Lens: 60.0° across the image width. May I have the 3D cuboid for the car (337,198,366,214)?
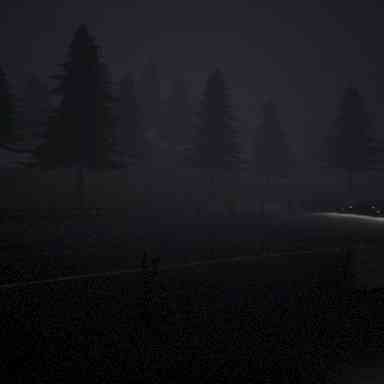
[{"bbox_3d":[16.122,1.319,32.077,4.674,1.442,1.812,0,1,-27],"label":"car"}]

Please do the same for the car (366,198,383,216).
[{"bbox_3d":[17.726,1.370,28.968,4.674,1.442,1.812,0,1,-27],"label":"car"}]
